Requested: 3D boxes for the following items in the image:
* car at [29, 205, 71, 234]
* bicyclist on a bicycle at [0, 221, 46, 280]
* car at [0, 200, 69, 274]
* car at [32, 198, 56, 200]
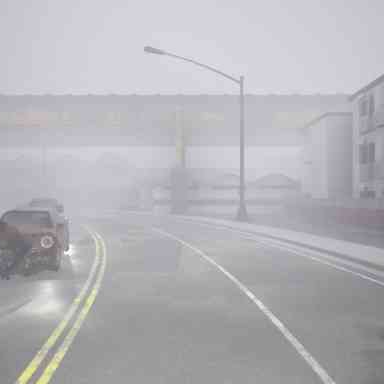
[{"bbox_3d":[-8.544,1.511,19.772,1.895,1.301,4.718,1,0,-28],"label":"car"},{"bbox_3d":[-4.244,1.386,7.728,1.656,1.620,0.582,-1,28,-33],"label":"bicyclist on a bicycle"},{"bbox_3d":[-5.128,1.318,10.462,2.097,1.767,4.553,0,0,-15],"label":"car"},{"bbox_3d":[-10.720,1.108,24.234,1.882,1.535,5.008,1,-1,-34],"label":"car"}]
